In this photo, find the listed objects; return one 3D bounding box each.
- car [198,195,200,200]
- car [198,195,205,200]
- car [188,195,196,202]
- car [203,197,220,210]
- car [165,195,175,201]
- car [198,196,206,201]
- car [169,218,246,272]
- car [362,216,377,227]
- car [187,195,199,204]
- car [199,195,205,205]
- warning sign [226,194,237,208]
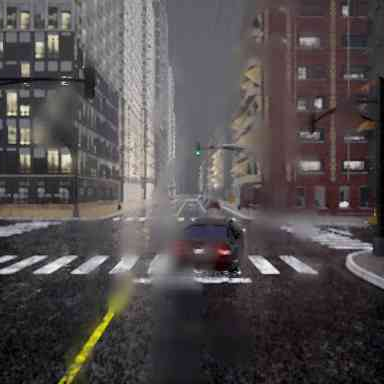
[{"bbox_3d":[2.693,1.606,61.698,2.008,1.369,4.403,0,0,0],"label":"car"},{"bbox_3d":[2.693,1.545,95.590,1.967,1.590,4.097,0,0,0],"label":"car"},{"bbox_3d":[0.003,1.384,75.734,1.882,1.535,5.008,0,0,0],"label":"car"},{"bbox_3d":[2.742,1.615,43.133,1.802,1.307,4.206,0,0,0],"label":"car"},{"bbox_3d":[-5.687,1.637,84.293,2.008,1.369,4.403,0,0,0],"label":"car"},{"bbox_3d":[2.693,1.677,89.942,1.802,1.307,4.206,0,0,0],"label":"car"},{"bbox_3d":[0.704,1.554,10.853,2.033,1.411,5.357,0,0,12],"label":"car"},{"bbox_3d":[14.643,1.847,23.449,4.829,1.417,1.752,1,-1,0],"label":"car"},{"bbox_3d":[0.002,1.661,65.762,1.895,1.301,4.718,0,0,0],"label":"car"},{"bbox_3d":[2.692,1.599,56.050,2.008,1.369,4.403,0,0,0],"label":"car"},{"bbox_3d":[5.066,1.149,43.248,1.300,1.860,1.060,0,0,0],"label":"warning sign"}]
